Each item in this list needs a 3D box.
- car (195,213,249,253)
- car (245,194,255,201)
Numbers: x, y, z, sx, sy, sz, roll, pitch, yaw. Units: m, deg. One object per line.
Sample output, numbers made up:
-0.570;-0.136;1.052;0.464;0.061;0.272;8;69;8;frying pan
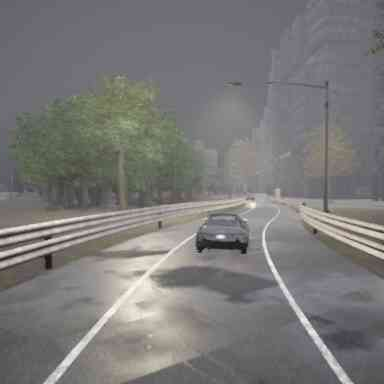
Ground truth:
1.363;1.572;13.875;1.994;1.385;4.181;0;0;10;car
14.266;1.315;83.307;2.097;1.767;4.553;0;0;-2;car
